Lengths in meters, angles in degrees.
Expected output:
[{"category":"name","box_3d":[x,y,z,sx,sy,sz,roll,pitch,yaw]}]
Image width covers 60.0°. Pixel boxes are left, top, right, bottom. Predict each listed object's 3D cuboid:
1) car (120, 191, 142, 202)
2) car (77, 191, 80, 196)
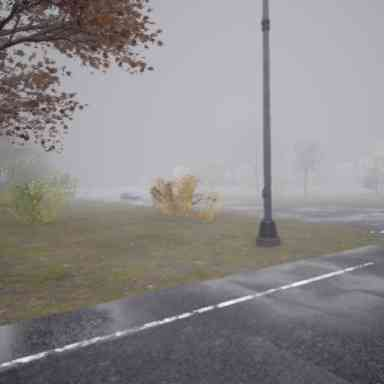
[{"category":"car","box_3d":[-9.604,0.642,51.959,1.882,1.535,5.008,-2,2,-35]},{"category":"car","box_3d":[-28.938,0.225,82.202,2.033,1.411,5.357,-2,2,-28]}]
